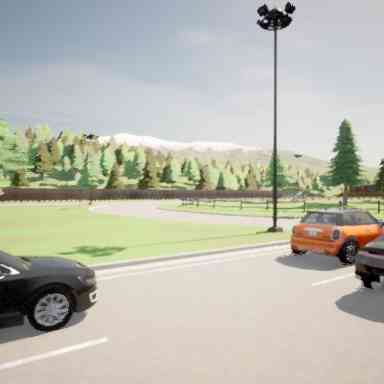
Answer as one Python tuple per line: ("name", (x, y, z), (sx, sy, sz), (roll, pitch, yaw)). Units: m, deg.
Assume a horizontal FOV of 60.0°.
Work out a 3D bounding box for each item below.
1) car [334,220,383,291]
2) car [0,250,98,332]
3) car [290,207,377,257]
("car", (5.805, 1.524, 7.897), (4.902, 1.511, 2.128), (0, 0, -35))
("car", (-3.971, 1.505, 5.214), (4.892, 1.490, 1.837), (0, 0, -36))
("car", (5.683, 1.391, 12.107), (4.553, 1.767, 2.097), (0, 0, -35))
